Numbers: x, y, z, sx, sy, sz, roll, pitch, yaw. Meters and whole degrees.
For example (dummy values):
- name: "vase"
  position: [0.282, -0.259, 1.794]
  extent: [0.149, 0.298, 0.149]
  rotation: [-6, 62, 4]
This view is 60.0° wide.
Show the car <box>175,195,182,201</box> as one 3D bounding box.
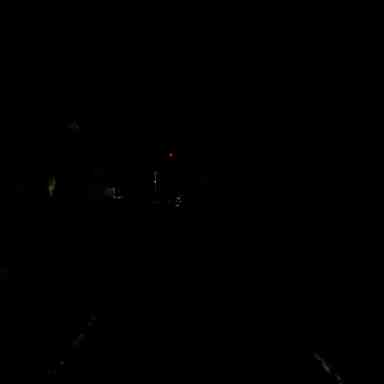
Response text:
- name: "car"
  position: [-3.525, 1.559, 89.136]
  extent: [2.128, 1.511, 4.902]
  rotation: [0, 0, 0]
